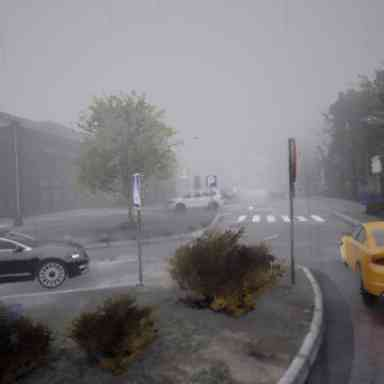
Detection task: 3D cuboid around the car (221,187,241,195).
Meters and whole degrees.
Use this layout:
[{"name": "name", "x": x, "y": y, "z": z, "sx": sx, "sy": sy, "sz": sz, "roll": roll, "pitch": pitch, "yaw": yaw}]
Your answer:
[{"name": "car", "x": 9.684, "y": -0.156, "z": 83.346, "sx": 4.553, "sy": 1.767, "sz": 2.185, "roll": -3, "pitch": 1, "yaw": -9}]

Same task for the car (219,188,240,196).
[{"name": "car", "x": 9.137, "y": -0.092, "z": 80.396, "sx": 4.553, "sy": 1.767, "sz": 2.185, "roll": -3, "pitch": 1, "yaw": -9}]

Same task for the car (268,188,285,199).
[{"name": "car", "x": 13.945, "y": 0.220, "z": 54.276, "sx": 2.097, "sy": 1.767, "sz": 4.553, "roll": -1, "pitch": 1, "yaw": 11}]

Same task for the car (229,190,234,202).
[{"name": "car", "x": 1.696, "y": 0.993, "z": 39.104, "sx": 5.366, "sy": 1.575, "sz": 1.946, "roll": -3, "pitch": 1, "yaw": -10}]

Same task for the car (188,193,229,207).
[{"name": "car", "x": 2.049, "y": 0.972, "z": 42.030, "sx": 4.674, "sy": 1.452, "sz": 2.002, "roll": -3, "pitch": 1, "yaw": -10}]

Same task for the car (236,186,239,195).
[{"name": "car", "x": 5.354, "y": 0.375, "z": 59.739, "sx": 4.553, "sy": 1.767, "sz": 2.185, "roll": -3, "pitch": 1, "yaw": -9}]

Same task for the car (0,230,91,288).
[{"name": "car", "x": -5.322, "y": 1.789, "z": 9.029, "sx": 4.902, "sy": 1.511, "sz": 2.128, "roll": -2, "pitch": 1, "yaw": -17}]

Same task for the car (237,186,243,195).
[{"name": "car", "x": 6.443, "y": 0.111, "z": 65.650, "sx": 5.566, "sy": 2.045, "sz": 2.435, "roll": -3, "pitch": 1, "yaw": -9}]

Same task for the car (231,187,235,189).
[{"name": "car", "x": 3.645, "y": 0.591, "z": 50.887, "sx": 4.553, "sy": 1.767, "sz": 2.185, "roll": -3, "pitch": 1, "yaw": -10}]

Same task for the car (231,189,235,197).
[{"name": "car", "x": 3.144, "y": 0.787, "z": 47.929, "sx": 5.008, "sy": 1.535, "sz": 2.097, "roll": -3, "pitch": 1, "yaw": -9}]

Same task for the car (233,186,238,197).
[{"name": "car", "x": 4.805, "y": 0.446, "z": 56.790, "sx": 4.553, "sy": 1.767, "sz": 2.185, "roll": -3, "pitch": 1, "yaw": -9}]

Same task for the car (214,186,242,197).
[{"name": "car", "x": 8.083, "y": -0.090, "z": 74.514, "sx": 5.566, "sy": 2.045, "sz": 2.435, "roll": -3, "pitch": 0, "yaw": -10}]

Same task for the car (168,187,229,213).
[{"name": "car", "x": 0.404, "y": 0.899, "z": 33.142, "sx": 5.566, "sy": 2.045, "sz": 2.435, "roll": -3, "pitch": 1, "yaw": -10}]

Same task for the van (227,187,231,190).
[{"name": "van", "x": 2.470, "y": 0.640, "z": 44.952, "sx": 4.442, "sy": 1.987, "sz": 1.878, "roll": -3, "pitch": 1, "yaw": -10}]

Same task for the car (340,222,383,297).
[{"name": "car", "x": 5.011, "y": 1.481, "z": 8.424, "sx": 1.882, "sy": 1.535, "sz": 5.008, "roll": -1, "pitch": 0, "yaw": 18}]
